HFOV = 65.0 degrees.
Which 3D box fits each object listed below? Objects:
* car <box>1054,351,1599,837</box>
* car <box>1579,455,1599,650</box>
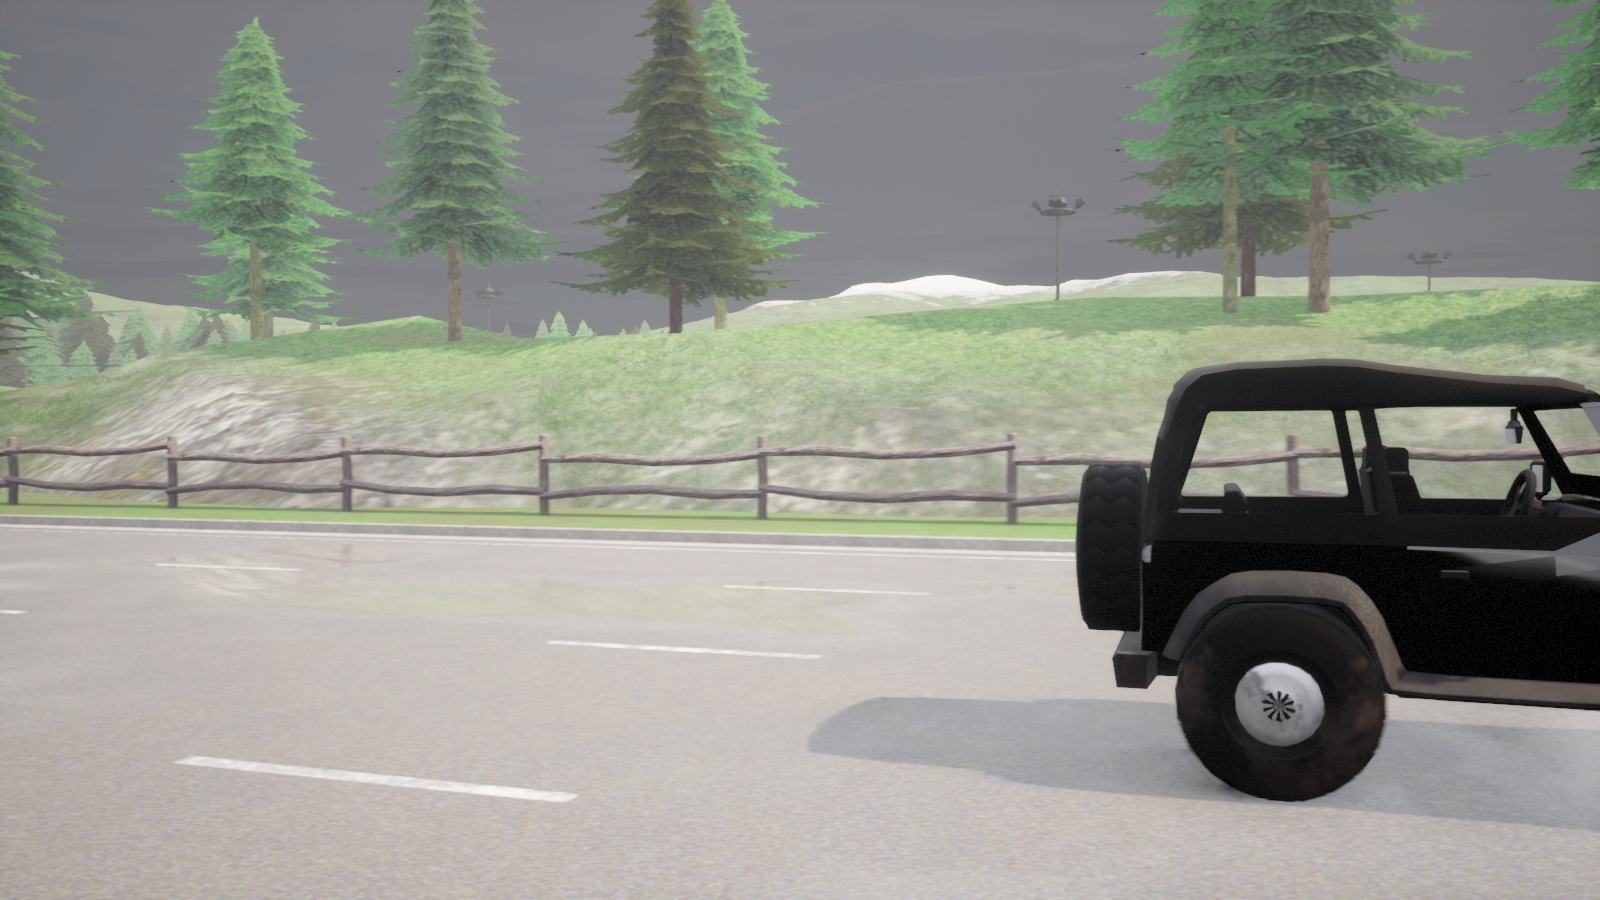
[{"bbox_3d":[3.252,0.542,5.791,3.866,1.878,1.905,1,1,18],"label":"car"},{"bbox_3d":[8.224,0.780,7.851,5.357,1.411,2.033,1,1,18],"label":"car"}]
